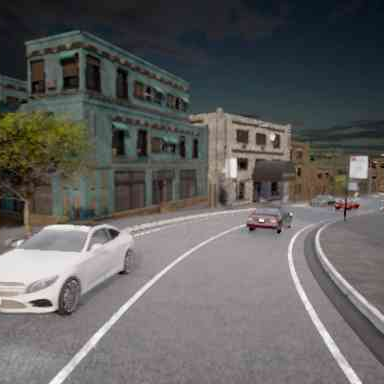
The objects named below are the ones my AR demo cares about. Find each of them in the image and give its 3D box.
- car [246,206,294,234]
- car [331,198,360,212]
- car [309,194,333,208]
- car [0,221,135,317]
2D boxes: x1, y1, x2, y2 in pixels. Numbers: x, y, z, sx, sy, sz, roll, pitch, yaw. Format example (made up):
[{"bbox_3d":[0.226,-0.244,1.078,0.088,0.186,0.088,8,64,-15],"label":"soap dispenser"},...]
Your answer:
[{"bbox_3d":[4.703,1.520,19.621,2.033,1.411,5.357,3,1,25],"label":"car"},{"bbox_3d":[18.427,1.574,39.298,1.895,1.301,4.718,4,3,39],"label":"car"},{"bbox_3d":[17.073,1.098,43.468,2.097,1.767,4.553,4,3,39],"label":"car"},{"bbox_3d":[-2.735,1.444,7.564,1.812,1.442,4.674,1,1,10],"label":"car"}]
